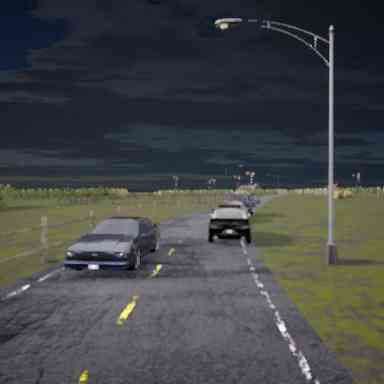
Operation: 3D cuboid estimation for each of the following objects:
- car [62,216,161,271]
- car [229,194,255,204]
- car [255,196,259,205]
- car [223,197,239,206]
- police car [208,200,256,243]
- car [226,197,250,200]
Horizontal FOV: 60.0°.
[{"bbox_3d":[-2.294,1.528,11.151,2.033,1.411,5.357,0,0,5],"label":"car"},{"bbox_3d":[4.556,1.178,31.651,2.150,2.045,5.566,0,0,13],"label":"car"},{"bbox_3d":[8.212,1.270,48.941,2.097,1.767,4.553,0,0,15],"label":"car"},{"bbox_3d":[6.183,1.507,52.183,1.895,1.301,4.718,0,0,15],"label":"car"},{"bbox_3d":[1.839,1.408,16.217,1.930,1.638,5.238,0,0,7],"label":"police car"},{"bbox_3d":[3.365,1.420,26.027,1.801,1.575,5.366,0,0,11],"label":"car"}]
